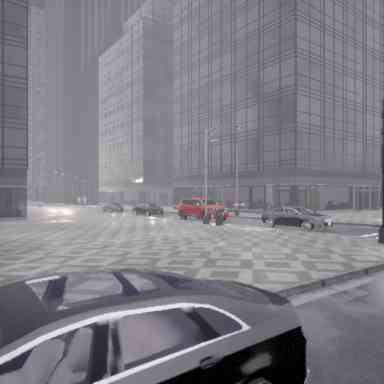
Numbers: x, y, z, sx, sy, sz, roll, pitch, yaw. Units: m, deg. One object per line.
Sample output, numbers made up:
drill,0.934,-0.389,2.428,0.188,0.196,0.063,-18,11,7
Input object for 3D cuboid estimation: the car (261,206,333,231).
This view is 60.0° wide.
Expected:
car,6.793,1.683,21.924,2.128,1.511,4.902,0,-1,-36

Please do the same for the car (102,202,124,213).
car,-11.171,2.170,46.777,1.837,1.490,4.892,0,-1,-35

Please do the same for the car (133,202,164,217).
car,-5.087,1.980,38.311,1.882,1.535,5.008,0,-1,-36

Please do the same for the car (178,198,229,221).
car,0.884,1.568,30.059,2.150,2.045,5.566,0,-1,-37

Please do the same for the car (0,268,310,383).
car,-1.133,1.491,2.572,4.902,1.511,2.128,0,0,-35
